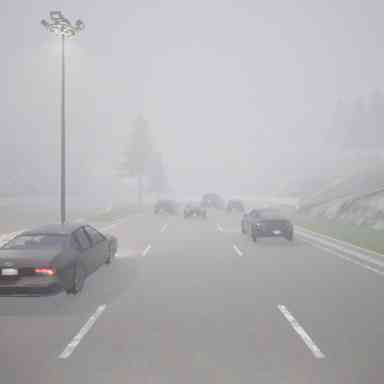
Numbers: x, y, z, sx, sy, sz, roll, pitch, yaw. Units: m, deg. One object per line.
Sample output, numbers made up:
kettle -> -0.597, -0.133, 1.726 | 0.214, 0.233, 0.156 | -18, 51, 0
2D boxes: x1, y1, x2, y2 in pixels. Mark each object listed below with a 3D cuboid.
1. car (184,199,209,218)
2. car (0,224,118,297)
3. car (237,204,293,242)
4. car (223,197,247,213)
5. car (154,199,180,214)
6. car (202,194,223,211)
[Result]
car -> 0.360, 1.601, 29.682 | 1.895, 1.301, 4.718 | 0, 0, 3
car -> -3.399, 1.547, 8.743 | 2.033, 1.411, 5.357 | 0, 0, 0
car -> 3.601, 1.526, 16.362 | 1.812, 1.442, 4.674 | 0, 0, 0
car -> 4.943, 1.504, 36.914 | 1.837, 1.490, 4.892 | 0, 0, 13
car -> -2.572, 1.505, 34.767 | 1.837, 1.490, 4.892 | 0, 0, 8
car -> 2.668, 1.222, 41.878 | 2.150, 2.045, 5.566 | 0, 0, 15
